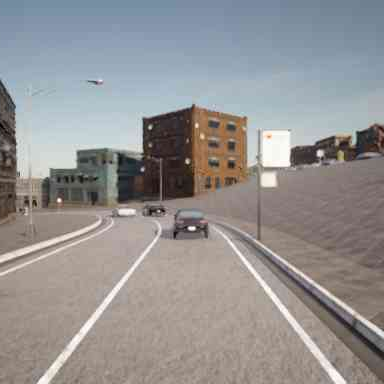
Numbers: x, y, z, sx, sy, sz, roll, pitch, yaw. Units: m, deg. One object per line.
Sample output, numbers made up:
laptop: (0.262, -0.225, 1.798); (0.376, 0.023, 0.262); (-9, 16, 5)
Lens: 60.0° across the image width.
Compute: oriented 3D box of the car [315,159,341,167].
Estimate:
car: (21.495, -4.347, 51.667); (2.185, 1.767, 4.553); (0, 1, -1)

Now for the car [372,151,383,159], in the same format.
car: (21.861, -3.995, 35.213); (2.231, 1.521, 4.892); (0, 1, -1)

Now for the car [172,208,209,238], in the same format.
car: (-0.129, 1.621, 18.359); (1.812, 1.442, 4.674); (0, -1, -3)

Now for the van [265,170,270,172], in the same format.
van: (20.774, -4.827, 84.761); (1.878, 1.987, 4.442); (0, 0, -1)

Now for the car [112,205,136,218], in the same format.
car: (-7.269, 2.063, 35.416); (1.895, 1.301, 4.718); (0, -1, -21)

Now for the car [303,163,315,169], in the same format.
car: (21.375, -4.251, 57.160); (2.002, 1.452, 4.674); (0, 1, -1)

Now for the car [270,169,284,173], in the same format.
car: (20.891, -4.548, 79.367); (2.231, 1.521, 4.892); (0, 1, -1)

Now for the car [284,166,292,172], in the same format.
car: (21.132, -4.555, 68.352); (2.185, 1.767, 4.553); (0, 1, -1)

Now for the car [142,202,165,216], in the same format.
car: (-4.488, 1.958, 38.265); (1.882, 1.535, 5.008); (0, -1, -20)

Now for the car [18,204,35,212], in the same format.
car: (-33.946, 3.343, 66.688); (5.566, 2.045, 2.150); (-4, -1, 28)

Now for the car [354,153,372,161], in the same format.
car: (21.733, -4.079, 40.730); (2.231, 1.521, 4.892); (0, 1, -1)

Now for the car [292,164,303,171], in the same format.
car: (21.252, -4.489, 62.833); (2.185, 1.767, 4.553); (0, 1, -1)
